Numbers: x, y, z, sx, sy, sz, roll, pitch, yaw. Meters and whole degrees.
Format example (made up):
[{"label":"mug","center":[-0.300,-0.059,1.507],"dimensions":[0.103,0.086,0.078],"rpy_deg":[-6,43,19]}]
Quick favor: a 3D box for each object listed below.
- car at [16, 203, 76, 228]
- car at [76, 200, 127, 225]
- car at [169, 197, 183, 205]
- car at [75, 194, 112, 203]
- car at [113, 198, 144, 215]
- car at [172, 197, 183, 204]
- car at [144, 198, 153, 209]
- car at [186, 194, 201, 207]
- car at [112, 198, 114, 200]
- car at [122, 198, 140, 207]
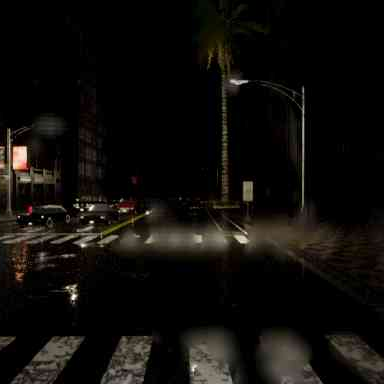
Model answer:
[{"label":"car","center":[-9.771,1.605,22.376],"dimensions":[1.895,1.301,4.718],"rpy_deg":[0,0,1]},{"label":"car","center":[-6.500,1.553,24.179],"dimensions":[2.033,1.411,5.357],"rpy_deg":[0,0,0]},{"label":"car","center":[-2.926,1.610,57.724],"dimensions":[1.994,1.385,4.181],"rpy_deg":[0,0,1]},{"label":"car","center":[-9.715,1.231,32.133],"dimensions":[2.150,2.045,5.566],"rpy_deg":[0,0,0]},{"label":"car","center":[-6.453,1.536,34.136],"dimensions":[1.812,1.442,4.674],"rpy_deg":[0,0,0]},{"label":"car","center":[-2.886,1.633,67.682],"dimensions":[1.994,1.385,4.181],"rpy_deg":[0,0,0]},{"label":"car","center":[-6.405,1.527,44.566],"dimensions":[1.837,1.490,4.892],"rpy_deg":[0,0,0]},{"label":"car","center":[0.217,1.259,53.431],"dimensions":[2.150,2.045,5.566],"rpy_deg":[0,0,0]},{"label":"car","center":[-9.668,1.510,42.154],"dimensions":[2.128,1.511,4.902],"rpy_deg":[0,0,1]},{"label":"car","center":[-9.590,1.635,52.283],"dimensions":[1.895,1.301,4.718],"rpy_deg":[0,0,1]}]
